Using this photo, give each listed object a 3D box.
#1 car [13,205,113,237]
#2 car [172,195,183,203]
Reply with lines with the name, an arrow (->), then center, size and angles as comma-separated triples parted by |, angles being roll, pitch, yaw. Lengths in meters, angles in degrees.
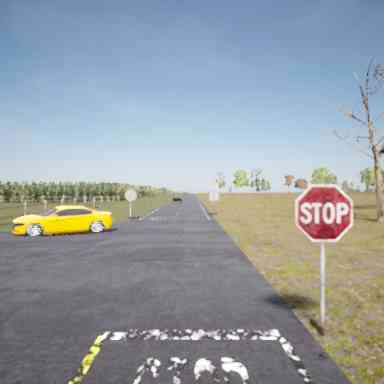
car -> -6.760, 1.476, 17.792 | 5.008, 1.535, 1.882 | 0, 3, -32
car -> -2.757, 1.291, 62.370 | 1.895, 1.301, 4.718 | 0, 0, 0
